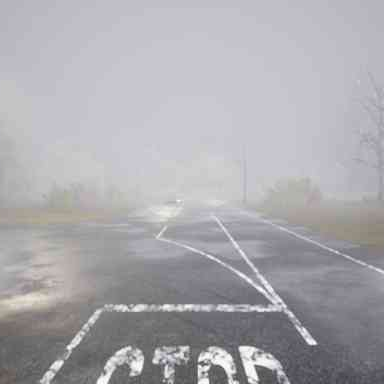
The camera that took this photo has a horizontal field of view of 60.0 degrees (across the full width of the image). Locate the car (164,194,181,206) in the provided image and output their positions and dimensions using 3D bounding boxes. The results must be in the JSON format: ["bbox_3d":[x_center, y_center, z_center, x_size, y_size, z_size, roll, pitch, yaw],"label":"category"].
[{"bbox_3d":[-3.205,1.350,50.740,2.033,1.411,5.357,0,0,0],"label":"car"}]

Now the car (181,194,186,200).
[{"bbox_3d":[-2.635,1.166,83.058,2.128,1.511,4.902,0,0,5],"label":"car"}]
